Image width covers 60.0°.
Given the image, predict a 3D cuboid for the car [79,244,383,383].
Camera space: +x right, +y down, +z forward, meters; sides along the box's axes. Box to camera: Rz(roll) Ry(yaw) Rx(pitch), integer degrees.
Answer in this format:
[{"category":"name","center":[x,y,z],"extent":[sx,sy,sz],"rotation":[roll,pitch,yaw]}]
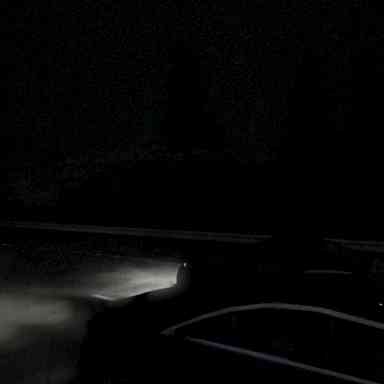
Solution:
[{"category":"car","center":[1.029,1.483,2.949],"extent":[4.902,1.511,2.128],"rotation":[0,0,34]}]

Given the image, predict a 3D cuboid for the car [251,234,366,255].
[{"category":"car","center":[1.738,1.550,6.619],"extent":[4.181,1.385,1.994],"rotation":[0,0,34]}]
